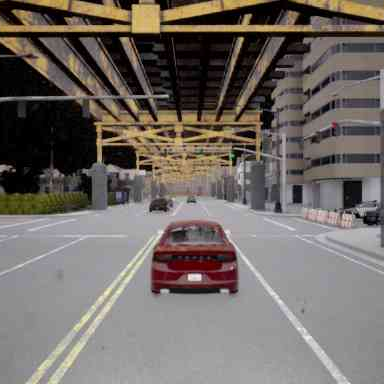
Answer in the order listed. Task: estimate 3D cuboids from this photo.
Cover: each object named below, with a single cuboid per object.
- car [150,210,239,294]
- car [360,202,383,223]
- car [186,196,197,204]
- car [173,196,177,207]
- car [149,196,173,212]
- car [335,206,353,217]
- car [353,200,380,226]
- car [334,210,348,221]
[{"bbox_3d":[0.056,1.470,8.813,1.882,1.535,5.008,0,0,0],"label":"car"},{"bbox_3d":[13.267,1.247,21.304,4.536,1.218,1.853,0,0,-20],"label":"car"},{"bbox_3d":[-0.125,1.486,63.268,2.033,1.411,5.357,0,0,0],"label":"car"},{"bbox_3d":[-3.684,1.526,47.651,1.994,1.385,4.181,0,0,0],"label":"car"},{"bbox_3d":[-3.656,1.449,37.812,1.882,1.535,5.008,0,0,1],"label":"car"},{"bbox_3d":[13.584,1.242,25.423,4.536,1.218,1.853,0,0,25],"label":"car"},{"bbox_3d":[13.219,1.404,21.286,4.974,1.542,2.038,0,0,-20],"label":"car"},{"bbox_3d":[13.537,1.399,25.445,4.974,1.542,2.038,0,0,25],"label":"car"}]
